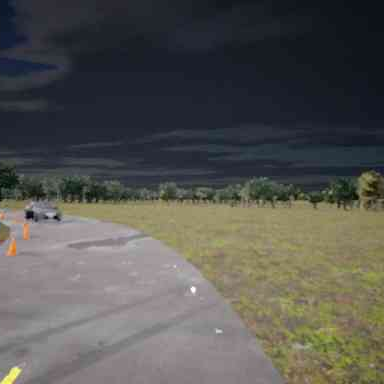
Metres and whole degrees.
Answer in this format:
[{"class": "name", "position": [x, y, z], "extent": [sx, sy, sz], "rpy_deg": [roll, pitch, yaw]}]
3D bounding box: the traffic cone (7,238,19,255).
[{"class": "traffic cone", "position": [-6.465, 1.946, 12.018], "extent": [0.340, 0.580, 0.340], "rpy_deg": [0, 0, -18]}]

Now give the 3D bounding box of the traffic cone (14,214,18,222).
[{"class": "traffic cone", "position": [-12.981, 1.933, 24.544], "extent": [0.340, 0.580, 0.340], "rpy_deg": [0, 0, -37]}]

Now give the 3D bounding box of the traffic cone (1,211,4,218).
[{"class": "traffic cone", "position": [-16.024, 1.925, 28.158], "extent": [0.340, 0.580, 0.340], "rpy_deg": [0, 0, -43]}]

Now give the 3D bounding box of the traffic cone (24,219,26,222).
[{"class": "traffic cone", "position": [-10.353, 1.938, 20.617], "extent": [0.340, 0.580, 0.340], "rpy_deg": [0, 0, -31]}]

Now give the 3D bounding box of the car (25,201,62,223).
[{"class": "car", "position": [-11.422, 1.474, 25.437], "extent": [2.128, 1.511, 4.902], "rpy_deg": [0, 0, -37]}]

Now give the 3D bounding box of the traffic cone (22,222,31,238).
[{"class": "traffic cone", "position": [-8.172, 1.942, 16.425], "extent": [0.340, 0.580, 0.340], "rpy_deg": [0, 0, -24]}]
